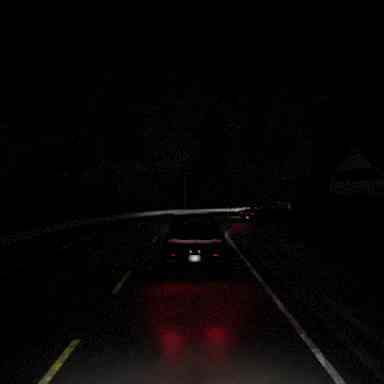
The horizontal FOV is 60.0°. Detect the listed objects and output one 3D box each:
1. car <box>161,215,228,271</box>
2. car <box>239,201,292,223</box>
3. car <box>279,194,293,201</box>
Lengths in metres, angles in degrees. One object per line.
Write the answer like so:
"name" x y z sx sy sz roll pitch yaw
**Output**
"car" 0.098 1.490 10.962 2.128 1.511 4.902 0 0 1
"car" 5.976 1.582 25.410 4.718 1.301 1.895 0 0 -30
"car" 9.320 1.201 30.233 5.566 2.045 2.150 0 0 -7
